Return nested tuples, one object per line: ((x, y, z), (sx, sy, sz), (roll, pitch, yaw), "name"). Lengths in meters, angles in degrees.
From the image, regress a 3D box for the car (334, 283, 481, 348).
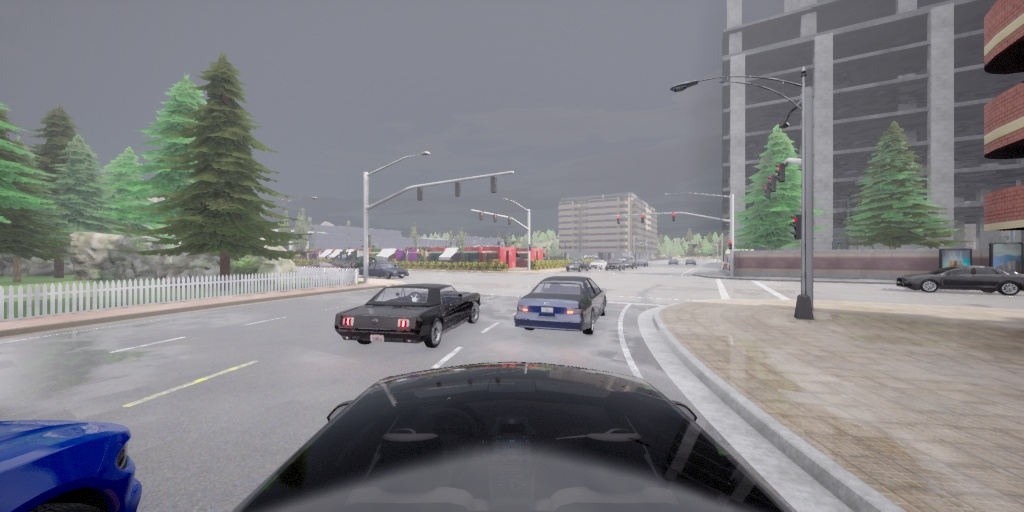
((-2.256, 1.351, 9.317), (1.895, 1.301, 4.718), (0, 0, 11), "car")

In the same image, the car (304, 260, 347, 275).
((-20.056, 1.331, 37.922), (4.674, 1.442, 1.812), (0, 0, 30), "car")

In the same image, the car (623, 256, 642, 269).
((18.705, 1.241, 57.086), (2.128, 1.511, 4.902), (0, 0, 30), "car")

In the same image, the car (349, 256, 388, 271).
((-14.661, 1.027, 38.837), (5.566, 2.045, 2.150), (0, 0, 30), "car")

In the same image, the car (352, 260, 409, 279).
((-12.023, 1.353, 33.242), (5.357, 1.411, 2.033), (0, 0, 31), "car")

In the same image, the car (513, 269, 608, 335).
((1.679, 1.297, 10.673), (2.033, 1.411, 5.357), (0, 0, 20), "car")

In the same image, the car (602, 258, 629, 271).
((14.274, 1.314, 49.342), (1.994, 1.385, 4.181), (0, 0, 30), "car")

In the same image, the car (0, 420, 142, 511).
((-3.214, 1.228, 0.137), (1.882, 1.535, 5.008), (0, 0, -2), "car")

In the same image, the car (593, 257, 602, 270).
((13.104, 1.276, 54.366), (1.812, 1.442, 4.674), (0, 0, 30), "car")

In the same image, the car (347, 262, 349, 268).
((-23.399, 1.297, 48.188), (4.902, 1.511, 2.128), (0, 0, 30), "car")

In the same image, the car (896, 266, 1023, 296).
((25.042, 1.310, 20.059), (4.892, 1.490, 1.837), (0, 0, 30), "car")

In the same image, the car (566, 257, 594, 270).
((8.528, 1.241, 46.358), (2.128, 1.511, 4.902), (0, 0, 30), "car")
